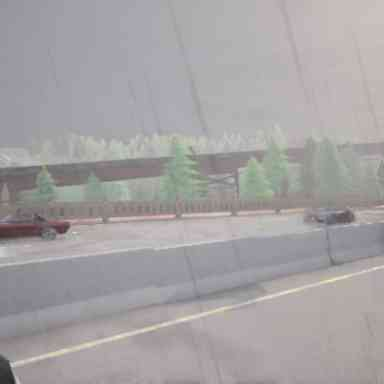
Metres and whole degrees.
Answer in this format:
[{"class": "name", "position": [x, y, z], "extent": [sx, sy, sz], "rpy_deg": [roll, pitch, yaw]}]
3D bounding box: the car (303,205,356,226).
[{"class": "car", "position": [9.904, 1.642, 23.933], "extent": [4.181, 1.385, 1.994], "rpy_deg": [0, 0, -35]}]

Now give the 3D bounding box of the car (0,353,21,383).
[{"class": "car", "position": [-3.388, 1.509, 1.328], "extent": [4.902, 1.511, 2.128], "rpy_deg": [-1, 0, -36]}]

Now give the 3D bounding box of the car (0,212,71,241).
[{"class": "car", "position": [-8.236, 1.620, 15.306], "extent": [4.718, 1.301, 1.895], "rpy_deg": [0, 0, -35]}]
